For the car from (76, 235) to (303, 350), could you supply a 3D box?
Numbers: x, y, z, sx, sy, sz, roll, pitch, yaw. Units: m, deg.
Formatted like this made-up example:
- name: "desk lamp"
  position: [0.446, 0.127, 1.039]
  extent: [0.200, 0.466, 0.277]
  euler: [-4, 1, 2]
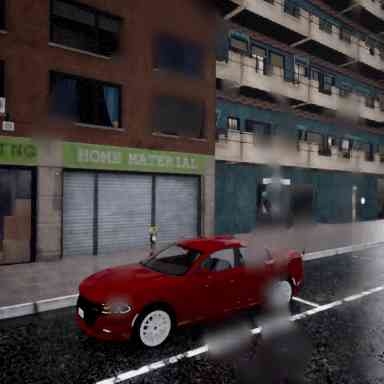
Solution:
- name: "car"
  position: [0.190, 1.545, 6.224]
  extent: [4.507, 1.381, 1.887]
  euler: [0, 1, -35]
